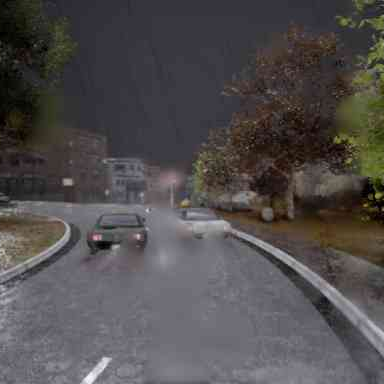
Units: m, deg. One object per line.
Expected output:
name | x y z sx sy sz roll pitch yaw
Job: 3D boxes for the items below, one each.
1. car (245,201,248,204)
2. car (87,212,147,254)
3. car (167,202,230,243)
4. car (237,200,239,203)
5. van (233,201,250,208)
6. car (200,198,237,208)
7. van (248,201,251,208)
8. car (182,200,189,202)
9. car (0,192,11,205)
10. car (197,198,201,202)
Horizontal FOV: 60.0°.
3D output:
car | 9.881 3.057 76.879 4.674 1.452 2.002 1 -2 14
car | -2.739 1.411 12.728 1.895 1.301 4.718 0 1 -9
car | 0.075 1.371 14.883 1.895 1.301 4.718 0 1 -13
car | 5.154 2.085 58.209 5.008 1.535 2.097 1 -3 14
van | 13.820 3.450 92.934 4.442 1.987 1.878 1 -2 14
car | 4.479 1.941 55.542 4.892 1.521 2.231 1 -3 14
van | 12.020 3.140 84.865 4.442 1.987 1.878 1 -2 14
car | -1.054 2.469 69.488 1.882 1.535 5.008 1 -3 14
car | -21.970 0.684 35.820 4.902 1.511 2.128 1 0 13
car | 2.211 2.272 69.133 2.150 2.045 5.566 1 -3 14
